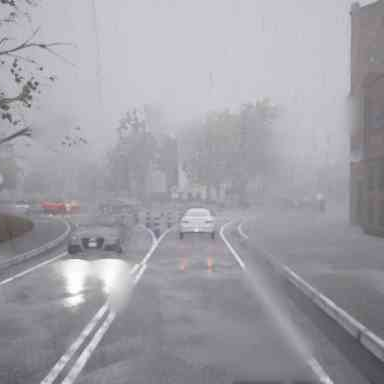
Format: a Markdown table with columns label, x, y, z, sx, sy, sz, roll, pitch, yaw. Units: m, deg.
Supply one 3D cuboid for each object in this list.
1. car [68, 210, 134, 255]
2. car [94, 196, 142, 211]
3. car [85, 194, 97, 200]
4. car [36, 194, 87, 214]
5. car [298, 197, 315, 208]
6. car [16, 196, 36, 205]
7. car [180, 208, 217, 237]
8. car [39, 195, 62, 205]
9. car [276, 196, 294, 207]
| label | x | y | z | sx | sy | sz | roll | pitch | yaw |
| --- | --- | --- | --- | --- | --- | --- | --- | --- | --- |
| car | -3.659 | 1.684 | 13.838 | 1.994 | 1.385 | 4.181 | 0 | 0 | -4 |
| car | -7.894 | 1.492 | 36.736 | 4.892 | 1.490 | 1.837 | 0 | 2 | 14 |
| car | -22.042 | 1.063 | 69.316 | 2.033 | 1.411 | 5.357 | 1 | 1 | 34 |
| car | -13.967 | 1.356 | 35.496 | 4.553 | 1.767 | 2.097 | 0 | 1 | 29 |
| car | 15.885 | 1.387 | 45.643 | 1.812 | 1.442 | 4.674 | 1 | 1 | 29 |
| car | -26.449 | 1.322 | 53.232 | 1.994 | 1.385 | 4.181 | 0 | 1 | -4 |
| car | 0.397 | 1.652 | 18.812 | 1.812 | 1.442 | 4.674 | 0 | 0 | 4 |
| car | -23.383 | 1.295 | 55.123 | 1.994 | 1.385 | 4.181 | 0 | 1 | 1 |
| car | 13.123 | 1.344 | 47.273 | 1.837 | 1.490 | 4.892 | 2 | 2 | 29 |
